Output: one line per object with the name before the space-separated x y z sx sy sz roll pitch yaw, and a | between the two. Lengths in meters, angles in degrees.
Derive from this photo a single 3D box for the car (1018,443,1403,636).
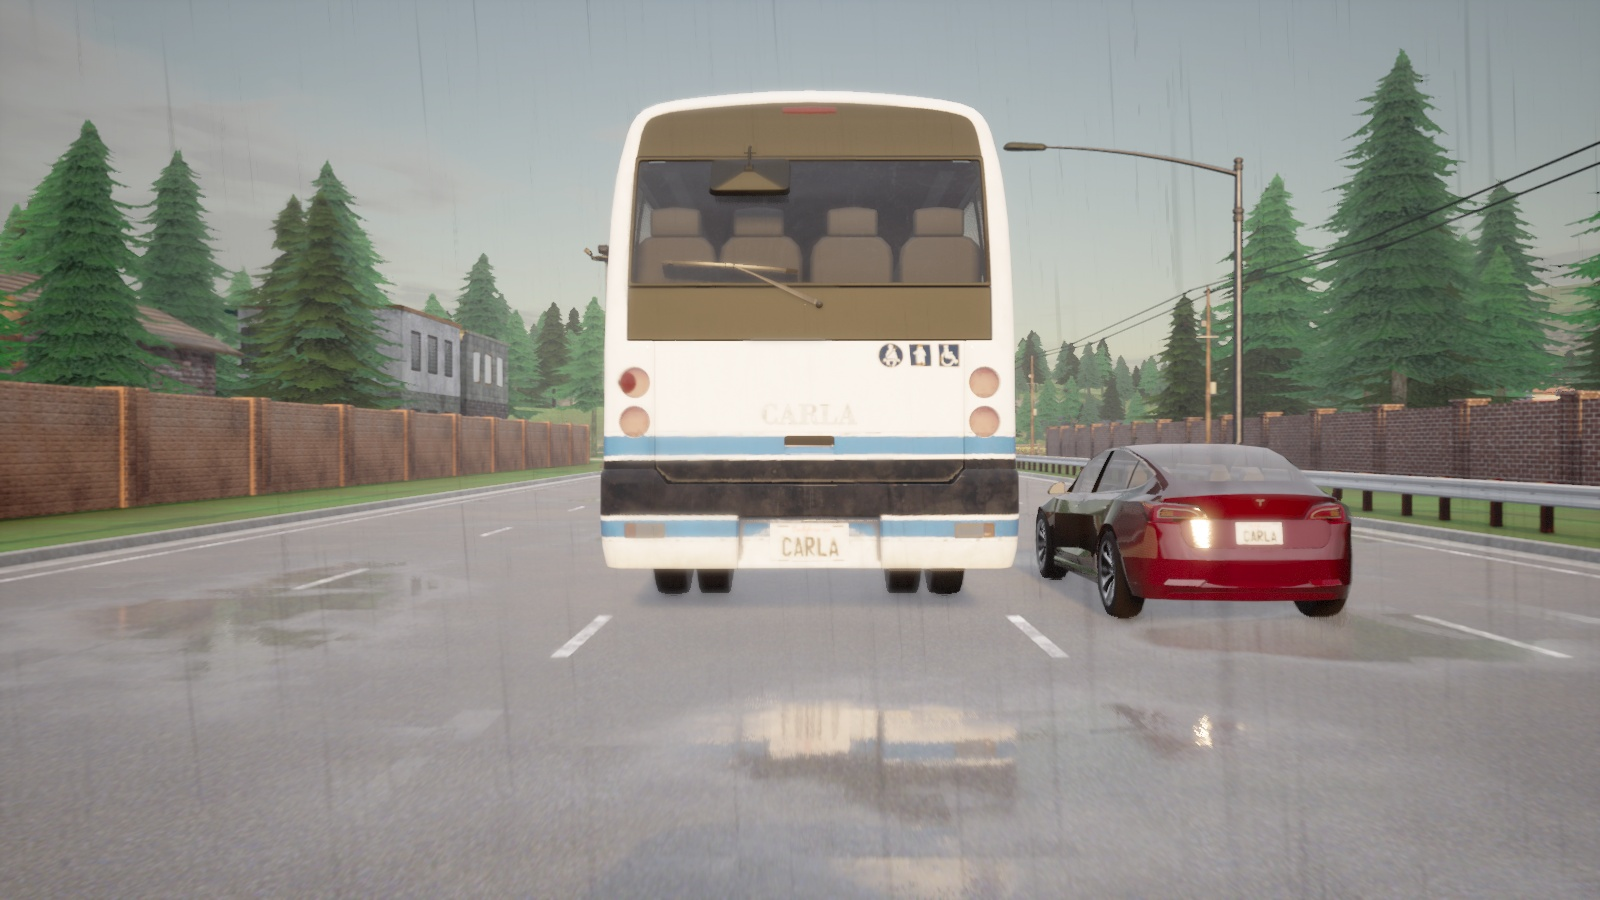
car | 3.586 0.680 12.092 2.163 1.488 4.792 0 0 0

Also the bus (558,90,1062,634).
bus | 0.104 -0.715 14.966 3.944 4.253 10.273 0 0 0
